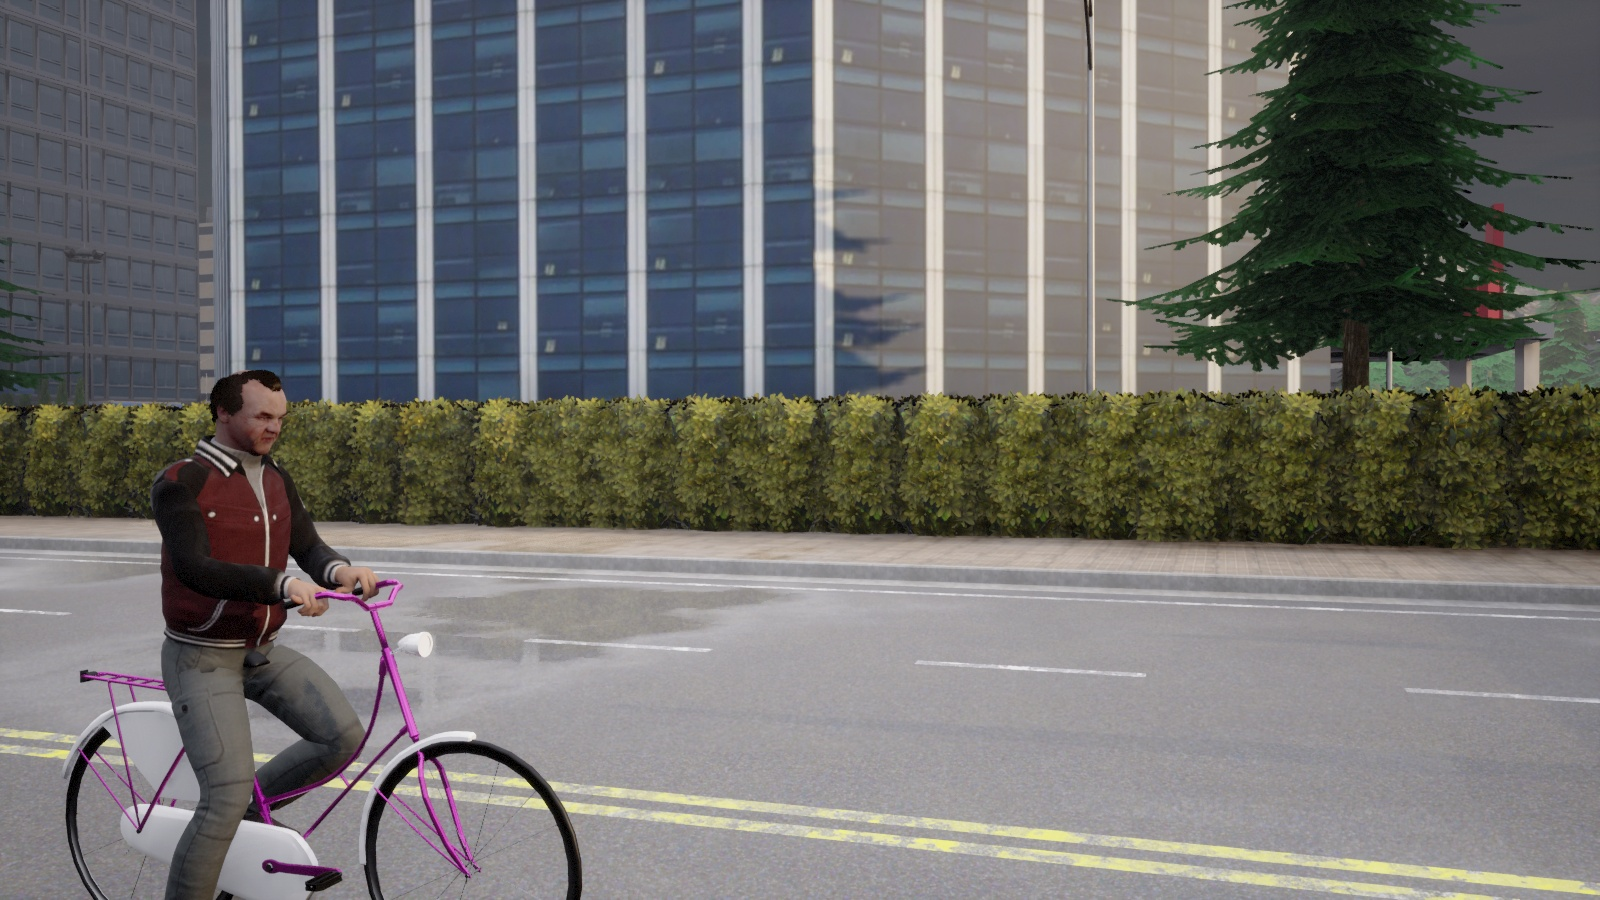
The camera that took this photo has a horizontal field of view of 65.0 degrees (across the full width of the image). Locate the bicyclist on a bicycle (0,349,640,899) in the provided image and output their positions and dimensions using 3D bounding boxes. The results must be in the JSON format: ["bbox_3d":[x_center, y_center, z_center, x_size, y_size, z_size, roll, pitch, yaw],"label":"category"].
[{"bbox_3d":[-1.451,0.633,3.680,1.843,1.776,0.659,0,1,19],"label":"bicyclist on a bicycle"}]
